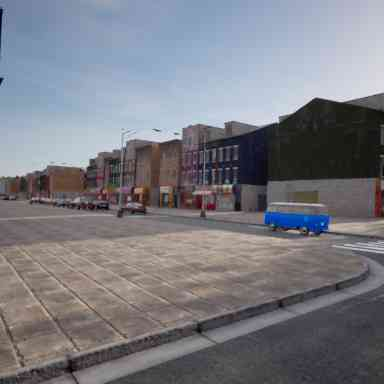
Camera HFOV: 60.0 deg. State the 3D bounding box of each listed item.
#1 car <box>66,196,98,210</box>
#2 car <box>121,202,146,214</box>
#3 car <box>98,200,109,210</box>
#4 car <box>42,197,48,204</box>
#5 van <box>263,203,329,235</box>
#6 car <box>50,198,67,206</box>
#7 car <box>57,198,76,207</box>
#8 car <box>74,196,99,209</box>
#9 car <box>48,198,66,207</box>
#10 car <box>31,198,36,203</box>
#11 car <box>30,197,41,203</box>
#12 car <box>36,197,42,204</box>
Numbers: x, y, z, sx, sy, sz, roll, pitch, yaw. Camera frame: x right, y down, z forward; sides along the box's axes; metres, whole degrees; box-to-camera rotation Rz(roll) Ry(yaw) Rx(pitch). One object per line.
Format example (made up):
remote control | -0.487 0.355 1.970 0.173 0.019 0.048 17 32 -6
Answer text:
car | -14.873 1.490 44.733 2.097 1.767 4.553 3 -2 -35
car | -6.641 1.809 37.720 1.802 1.307 4.206 3 -2 -36
car | -13.038 1.814 46.586 1.947 1.339 4.313 3 -2 -36
car | -29.136 1.871 68.889 1.752 1.417 4.829 3 -2 -36
van | 6.165 1.556 19.993 1.690 1.788 3.998 3 -2 -36
car | -25.837 1.887 64.317 1.947 1.339 4.313 3 -2 -36
car | -22.637 1.844 59.885 1.887 1.381 4.507 3 -2 -36
car | -16.230 1.578 51.025 2.192 1.841 5.009 3 -2 -36
car | -20.701 1.710 52.705 2.033 1.411 5.357 3 -2 -36
car | -35.434 1.839 77.618 1.967 1.590 4.097 3 -2 -36
car | -38.638 2.011 82.046 1.802 1.307 4.206 3 -2 -36
car | -32.238 1.953 73.182 1.802 1.307 4.206 3 -2 -36
